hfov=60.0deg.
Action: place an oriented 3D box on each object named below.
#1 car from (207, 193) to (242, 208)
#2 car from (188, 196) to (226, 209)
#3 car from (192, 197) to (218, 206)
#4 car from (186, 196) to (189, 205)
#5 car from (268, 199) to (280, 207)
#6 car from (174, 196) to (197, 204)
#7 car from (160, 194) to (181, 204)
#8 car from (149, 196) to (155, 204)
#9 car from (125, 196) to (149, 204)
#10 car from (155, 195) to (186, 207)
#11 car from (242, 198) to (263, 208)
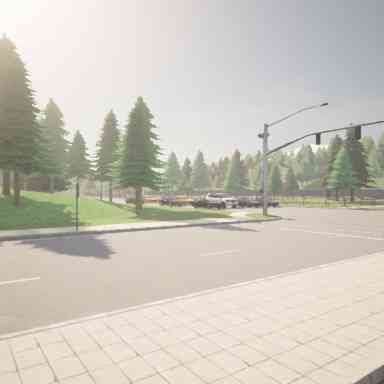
[{"bbox_3d":[4.124,1.221,47.298,2.150,2.045,5.566,0,0,-34],"label":"car"},{"bbox_3d":[1.937,1.601,44.308,1.895,1.301,4.718,0,0,-35],"label":"car"},{"bbox_3d":[2.170,1.601,56.162,1.895,1.301,4.718,0,0,-35],"label":"car"},{"bbox_3d":[-1.489,1.478,55.273,1.882,1.535,5.008,0,0,-35],"label":"car"},{"bbox_3d":[10.608,1.547,50.244,2.033,1.411,5.357,0,0,-35],"label":"car"},{"bbox_3d":[-1.404,1.548,67.431,2.033,1.411,5.357,0,0,-35],"label":"car"},{"bbox_3d":[-4.211,1.352,65.306,2.097,1.767,4.553,0,0,-35],"label":"car"},{"bbox_3d":[-8.283,1.478,65.021,1.882,1.535,5.008,0,0,-35],"label":"car"},{"bbox_3d":[-10.665,1.547,62.293,2.033,1.411,5.357,0,0,-35],"label":"car"},{"bbox_3d":[-3.420,1.505,51.930,1.837,1.490,4.892,0,0,-35],"label":"car"},{"bbox_3d":[7.682,1.547,48.315,2.033,1.411,5.357,0,0,-35],"label":"car"}]
